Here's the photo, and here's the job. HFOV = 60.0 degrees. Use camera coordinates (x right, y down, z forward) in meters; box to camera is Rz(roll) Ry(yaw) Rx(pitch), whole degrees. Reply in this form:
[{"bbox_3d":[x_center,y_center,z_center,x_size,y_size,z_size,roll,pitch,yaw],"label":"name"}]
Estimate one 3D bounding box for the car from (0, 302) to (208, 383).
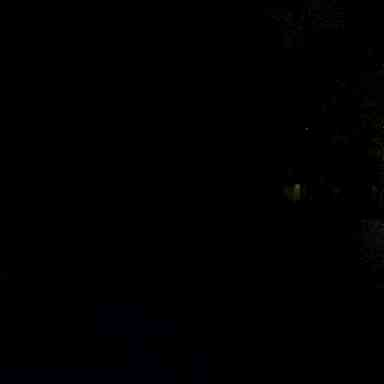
[{"bbox_3d":[-2.171,1.480,1.512,5.008,1.535,1.882,0,0,-35],"label":"car"}]
